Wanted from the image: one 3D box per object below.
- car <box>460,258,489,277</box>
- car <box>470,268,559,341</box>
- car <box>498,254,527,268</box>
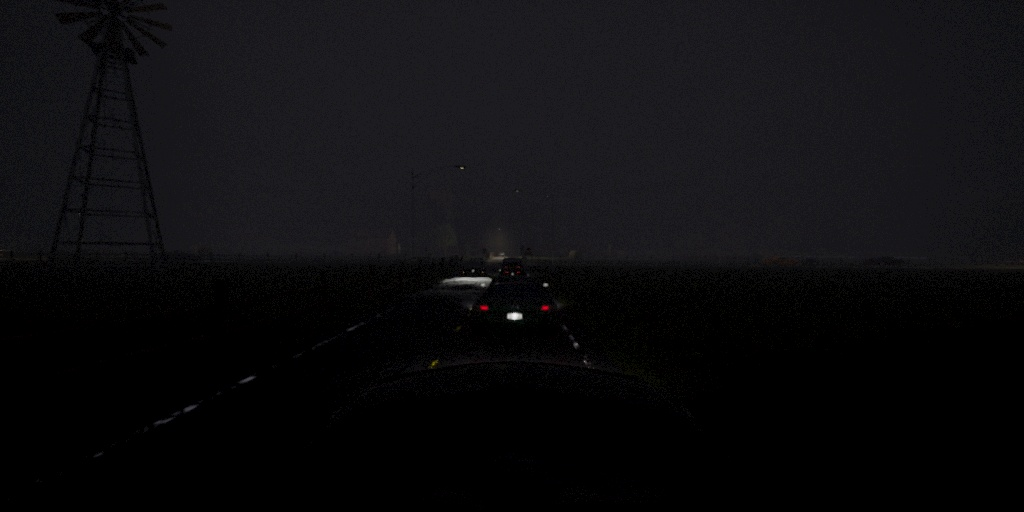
[{"bbox_3d":[-2.883,0.876,28.523,1.994,1.385,4.181,0,1,0],"label":"car"},{"bbox_3d":[0.061,1.188,9.467,1.994,1.385,4.181,0,1,0],"label":"car"},{"bbox_3d":[0.037,0.857,26.040,1.837,1.490,4.892,0,1,0],"label":"car"}]
